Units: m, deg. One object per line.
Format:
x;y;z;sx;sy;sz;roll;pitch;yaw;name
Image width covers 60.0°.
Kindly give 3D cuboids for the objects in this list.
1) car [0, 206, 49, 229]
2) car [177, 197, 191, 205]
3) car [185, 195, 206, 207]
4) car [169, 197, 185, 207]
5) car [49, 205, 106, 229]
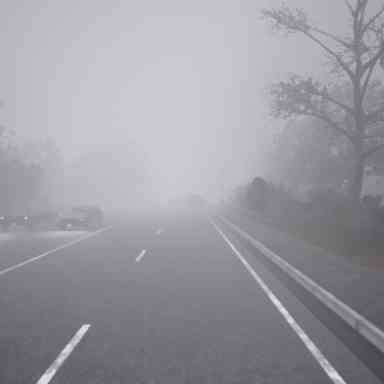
-10.693;1.637;22.153;1.895;1.301;4.718;0;0;0;car
-1.536;1.749;68.093;1.882;1.535;5.008;0;0;10;car
0.646;1.483;57.388;2.150;2.045;5.566;0;0;6;car
-2.819;1.751;57.933;2.128;1.511;4.902;0;0;6;car
-7.191;1.587;22.140;2.033;1.411;5.357;0;0;0;car
